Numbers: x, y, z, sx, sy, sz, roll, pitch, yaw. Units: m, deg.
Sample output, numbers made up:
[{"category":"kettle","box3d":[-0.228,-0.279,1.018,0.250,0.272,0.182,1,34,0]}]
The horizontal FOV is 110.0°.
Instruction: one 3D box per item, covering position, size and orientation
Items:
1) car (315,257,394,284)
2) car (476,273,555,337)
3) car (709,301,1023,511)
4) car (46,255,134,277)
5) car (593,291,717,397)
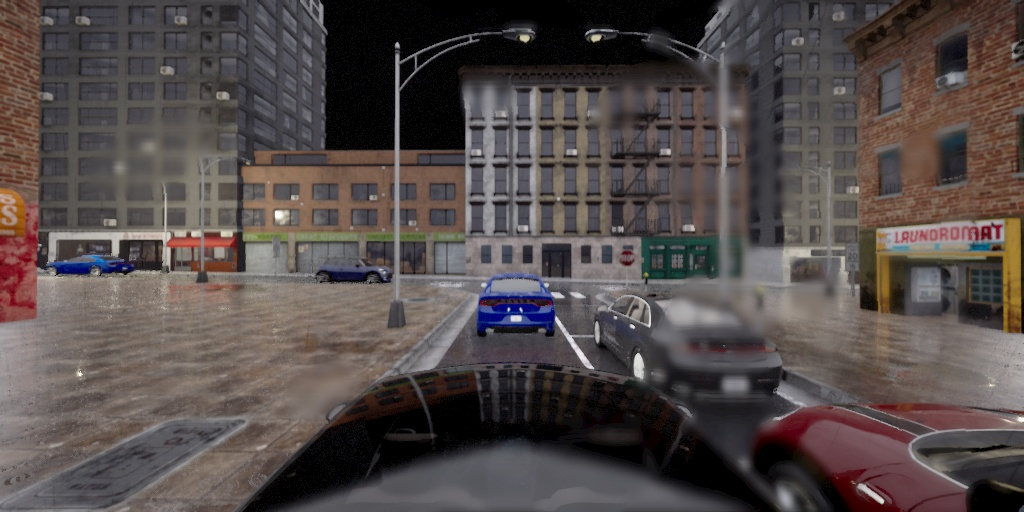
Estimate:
[{"category":"car","box3d":[-9.797,0.900,22.670,4.553,1.767,2.097,1,0,0]},{"category":"car","box3d":[0.093,1.218,10.332,1.882,1.535,5.008,0,0,0]},{"category":"car","box3d":[2.637,1.191,0.924,1.967,1.591,4.097,0,0,0]},{"category":"car","box3d":[-30.237,0.701,25.752,5.008,1.535,1.882,1,0,0]},{"category":"car","box3d":[2.647,1.295,6.427,2.007,1.370,4.403,0,0,0]}]
